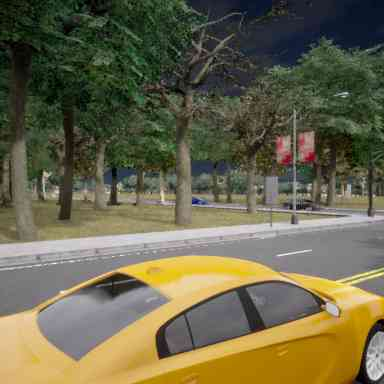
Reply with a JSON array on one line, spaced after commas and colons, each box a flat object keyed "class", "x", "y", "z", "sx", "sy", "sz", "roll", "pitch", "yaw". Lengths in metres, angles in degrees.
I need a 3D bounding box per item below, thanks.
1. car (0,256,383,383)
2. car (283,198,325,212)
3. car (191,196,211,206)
[{"class": "car", "x": 0.310, "y": 1.478, "z": 3.664, "sx": 5.008, "sy": 1.535, "sz": 1.882, "roll": 0, "pitch": 0, "yaw": -36}, {"class": "car", "x": 12.763, "y": 1.491, "z": 38.164, "sx": 1.837, "sy": 1.490, "sz": 4.892, "roll": 0, "pitch": 0, "yaw": -36}, {"class": "car", "x": 1.121, "y": 1.445, "z": 54.487, "sx": 1.882, "sy": 1.535, "sz": 5.008, "roll": 0, "pitch": 0, "yaw": -35}]
